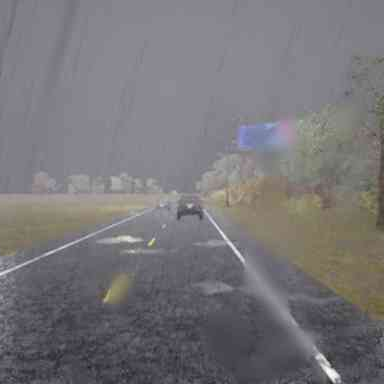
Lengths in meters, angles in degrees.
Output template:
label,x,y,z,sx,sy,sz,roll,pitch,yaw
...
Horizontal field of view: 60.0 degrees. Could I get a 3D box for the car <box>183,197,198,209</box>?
label,x,y,z,sx,sy,sz,roll,pitch,yaw
car,-0.202,1.559,46.934,2.128,1.511,4.902,0,0,0

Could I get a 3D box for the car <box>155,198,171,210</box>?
label,x,y,z,sx,sy,sz,roll,pitch,yaw
car,-3.764,1.570,43.986,2.128,1.511,4.902,0,0,0

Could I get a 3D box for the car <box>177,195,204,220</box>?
label,x,y,z,sx,sy,sz,roll,pitch,yaw
car,-0.154,1.266,29.128,2.150,2.045,5.566,0,0,0
